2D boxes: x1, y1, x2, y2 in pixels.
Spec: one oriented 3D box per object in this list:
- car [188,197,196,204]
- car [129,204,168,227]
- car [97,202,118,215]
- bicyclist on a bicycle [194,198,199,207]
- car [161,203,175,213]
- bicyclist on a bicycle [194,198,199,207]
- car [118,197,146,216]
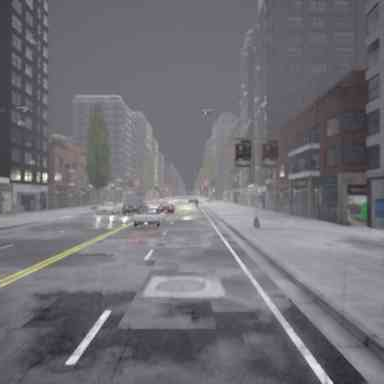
[{"bbox_3d":[-0.007,2.172,85.202,1.882,1.535,5.008,0,0,0],"label":"car"},{"bbox_3d":[-3.154,1.862,25.054,1.895,1.301,4.718,0,-1,0],"label":"car"},{"bbox_3d":[-9.841,1.925,39.399,1.812,1.442,4.674,0,0,0],"label":"car"},{"bbox_3d":[0.890,2.009,56.450,0.582,1.620,1.656,0,-1,0],"label":"bicyclist on a bicycle"},{"bbox_3d":[-3.154,2.029,42.455,1.895,1.301,4.718,0,-1,0],"label":"car"},{"bbox_3d":[0.889,2.076,65.680,0.866,1.612,1.509,0,-1,0],"label":"bicyclist on a bicycle"},{"bbox_3d":[-6.597,1.613,38.590,2.150,2.045,5.566,0,-1,0],"label":"car"}]
